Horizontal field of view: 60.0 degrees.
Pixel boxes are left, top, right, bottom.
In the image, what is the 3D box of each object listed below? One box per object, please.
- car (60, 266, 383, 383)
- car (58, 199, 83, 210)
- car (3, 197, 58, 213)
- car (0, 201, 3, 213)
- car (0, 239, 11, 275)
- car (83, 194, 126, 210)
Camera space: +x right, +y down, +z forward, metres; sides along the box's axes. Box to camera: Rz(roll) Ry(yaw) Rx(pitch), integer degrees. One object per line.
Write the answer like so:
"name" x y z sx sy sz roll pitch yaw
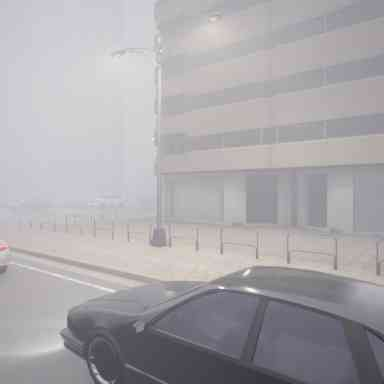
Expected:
"car" 0.852 1.547 3.404 5.357 1.411 2.033 0 0 38
"car" -16.354 1.603 45.145 2.033 1.411 5.357 0 0 37
"car" -18.002 1.407 37.177 2.097 1.767 4.553 0 0 37
"car" -22.787 1.547 36.703 2.128 1.511 4.902 0 0 38
"car" -6.747 1.526 9.250 4.674 1.442 1.812 0 0 39
"car" -11.564 1.277 45.662 2.150 2.045 5.566 0 0 37
